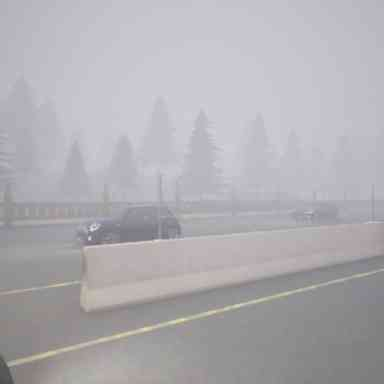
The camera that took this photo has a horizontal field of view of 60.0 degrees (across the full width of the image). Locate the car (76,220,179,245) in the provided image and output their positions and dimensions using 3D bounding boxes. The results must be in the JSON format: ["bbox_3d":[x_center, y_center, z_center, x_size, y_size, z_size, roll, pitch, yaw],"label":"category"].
[{"bbox_3d":[-2.735,1.379,14.842,4.553,1.767,2.097,0,0,-35],"label":"car"}]

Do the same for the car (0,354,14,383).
[{"bbox_3d":[-3.389,1.486,1.312,4.892,1.490,1.837,0,0,-36],"label":"car"}]
